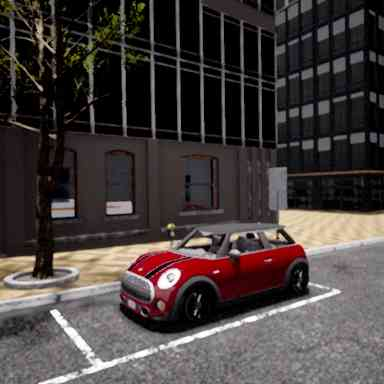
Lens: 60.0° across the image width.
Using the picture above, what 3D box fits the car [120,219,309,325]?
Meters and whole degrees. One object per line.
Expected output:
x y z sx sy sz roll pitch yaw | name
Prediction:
0.563 1.430 6.983 4.097 1.590 1.967 0 -1 -36 | car
